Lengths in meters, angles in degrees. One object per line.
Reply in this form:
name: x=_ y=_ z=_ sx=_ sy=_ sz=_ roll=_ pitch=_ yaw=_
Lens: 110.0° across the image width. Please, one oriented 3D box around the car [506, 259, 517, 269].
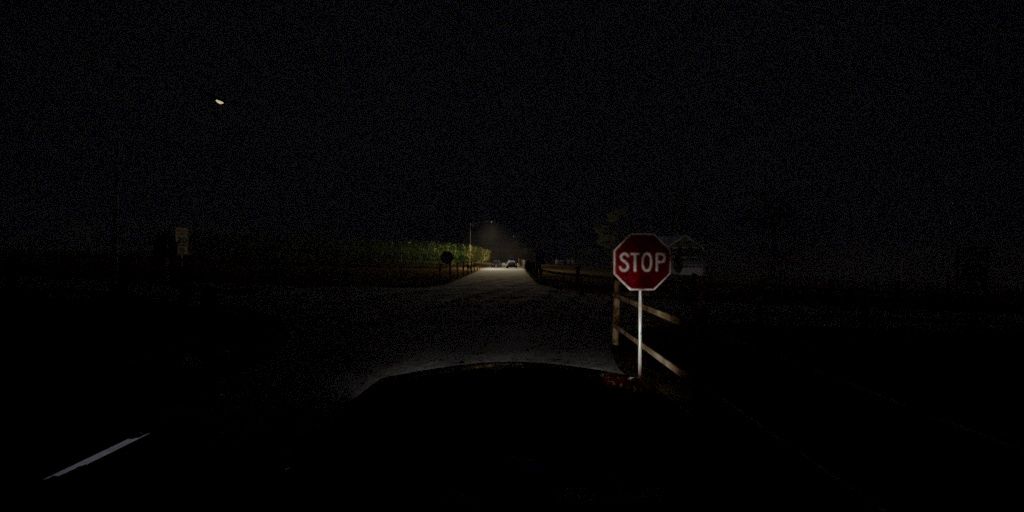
car: x=-0.068 y=1.413 z=61.424 sx=2.033 sy=1.411 sz=5.357 roll=0 pitch=0 yaw=0
